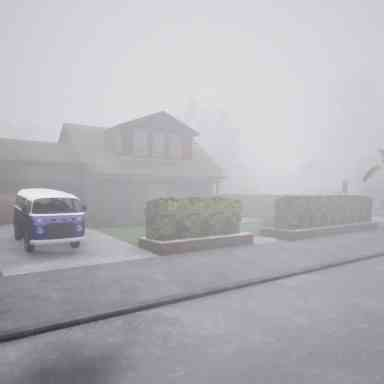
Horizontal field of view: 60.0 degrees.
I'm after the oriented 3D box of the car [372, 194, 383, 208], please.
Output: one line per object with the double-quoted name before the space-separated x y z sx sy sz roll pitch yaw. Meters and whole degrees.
"car" 24.018 0.968 40.753 3.866 1.878 1.905 0 0 0
